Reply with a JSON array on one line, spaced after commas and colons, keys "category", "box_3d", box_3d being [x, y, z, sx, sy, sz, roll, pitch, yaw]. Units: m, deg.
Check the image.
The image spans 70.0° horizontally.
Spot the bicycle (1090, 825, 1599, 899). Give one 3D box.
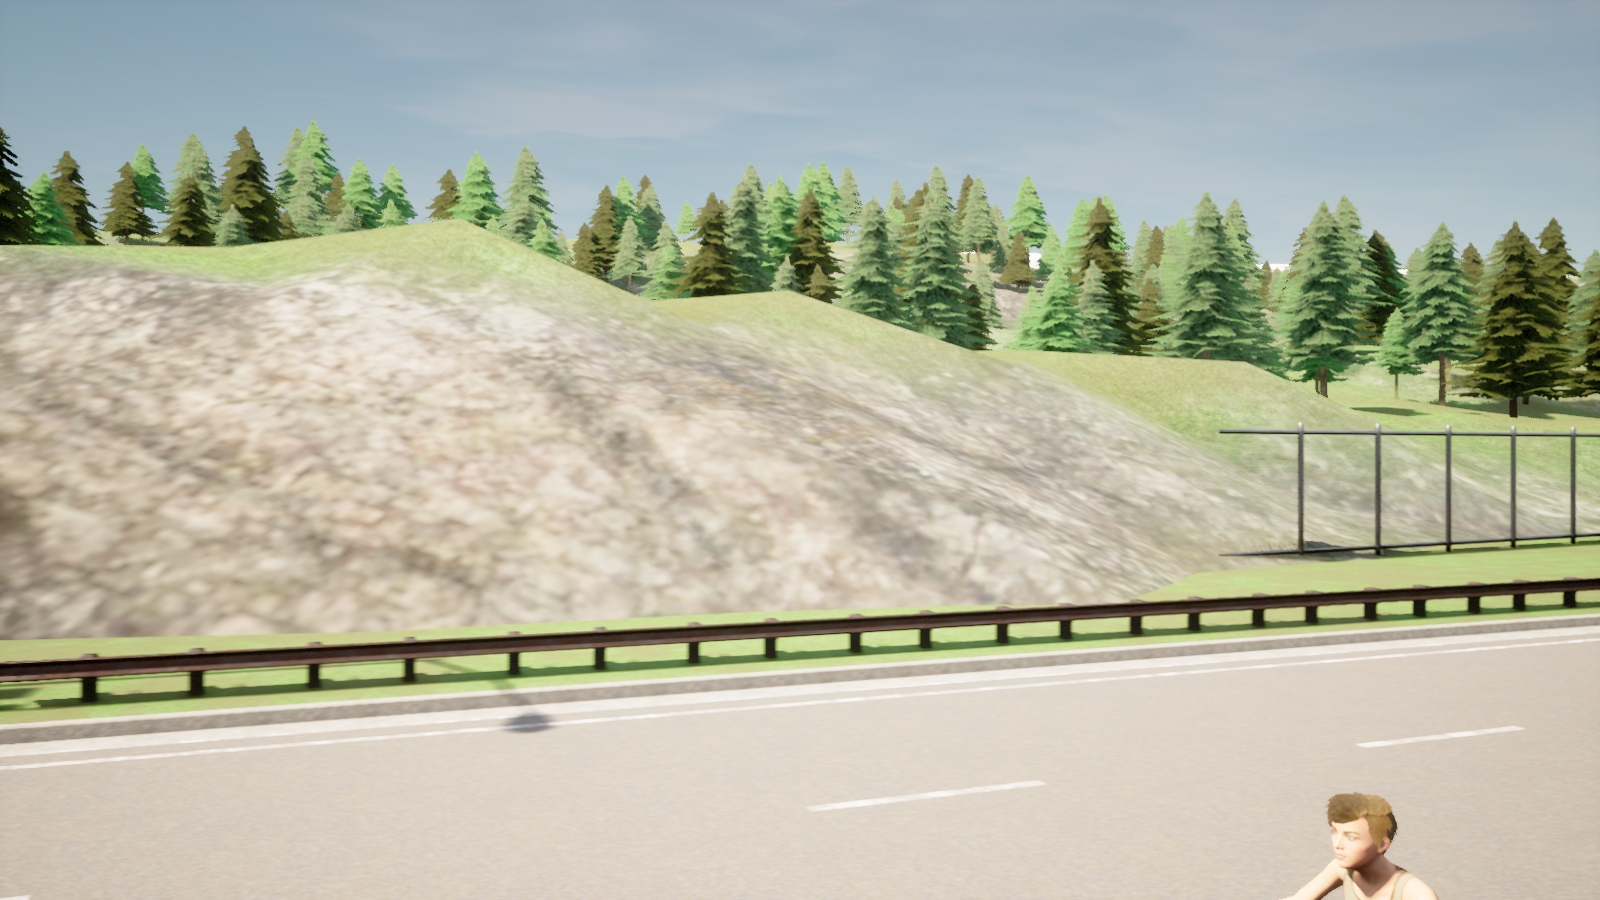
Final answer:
[{"category": "bicycle", "box_3d": [1.894, 2.159, 3.973, 1.487, 1.277, 0.859, 0, 0, -20]}]
